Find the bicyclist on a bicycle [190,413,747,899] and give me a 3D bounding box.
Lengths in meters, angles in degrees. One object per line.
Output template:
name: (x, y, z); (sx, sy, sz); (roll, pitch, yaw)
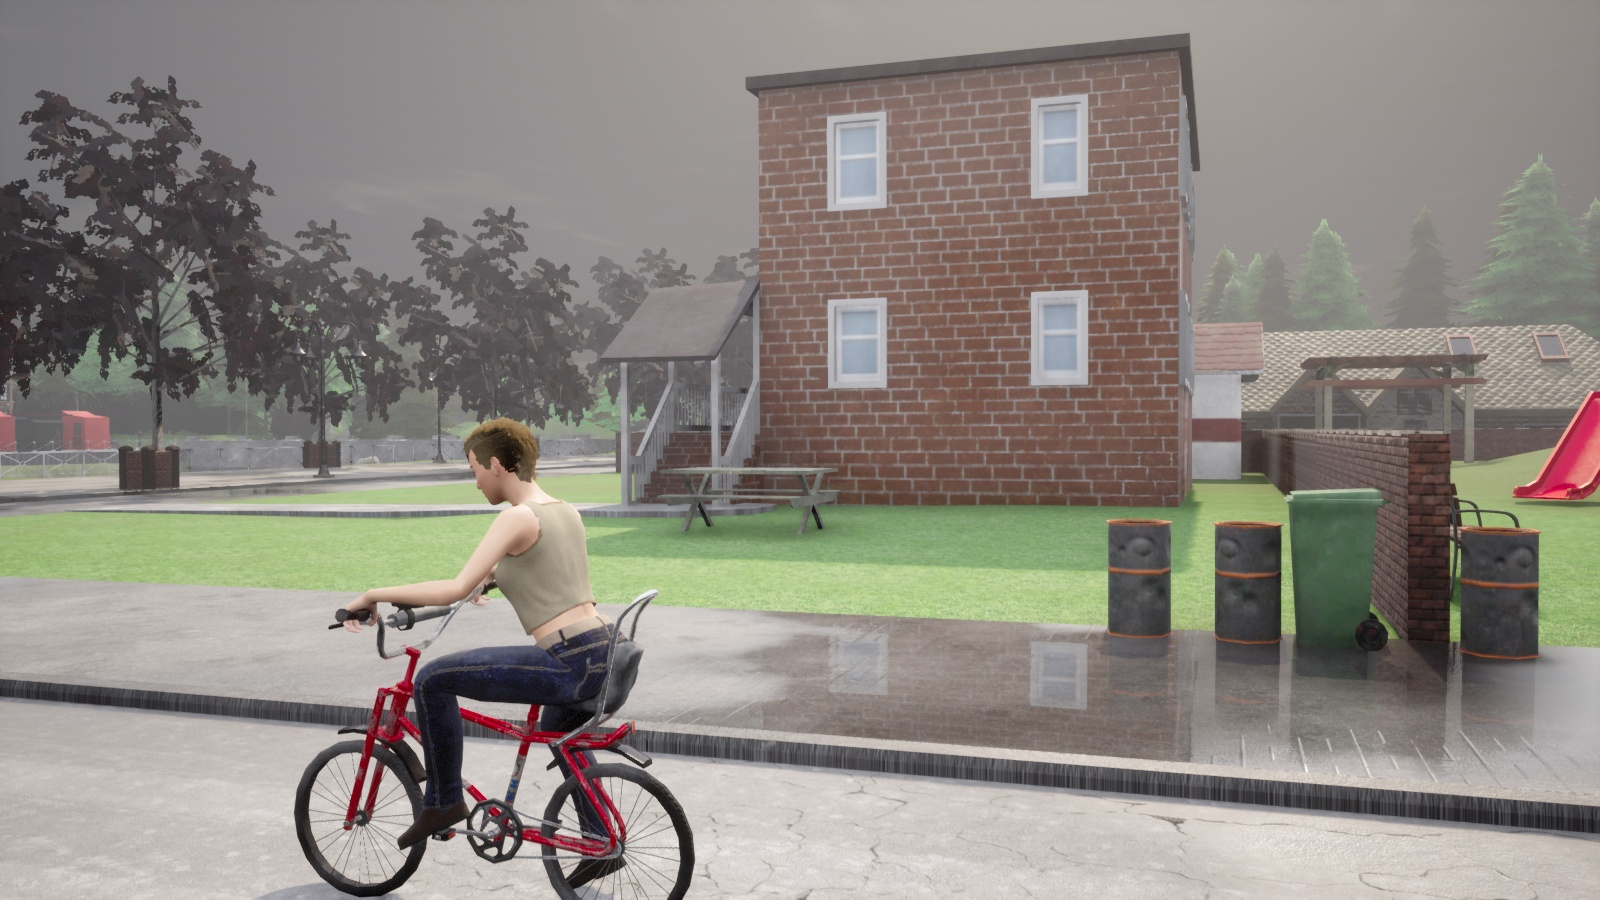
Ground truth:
bicyclist on a bicycle: (-1.035, 0.694, 4.067); (1.509, 1.612, 0.866); (0, 1, 19)
